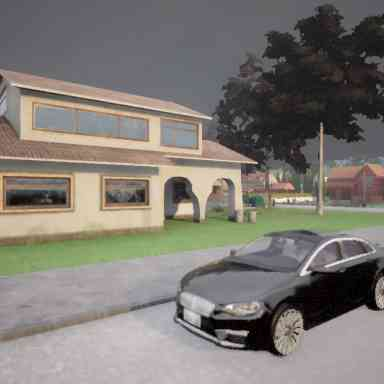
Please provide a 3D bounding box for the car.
[{"bbox_3d":[1.948,1.493,6.135,4.902,1.511,2.128,0,0,-37],"label":"car"}]
